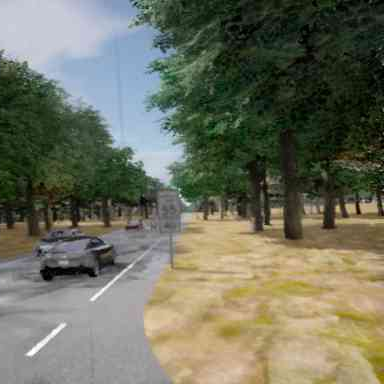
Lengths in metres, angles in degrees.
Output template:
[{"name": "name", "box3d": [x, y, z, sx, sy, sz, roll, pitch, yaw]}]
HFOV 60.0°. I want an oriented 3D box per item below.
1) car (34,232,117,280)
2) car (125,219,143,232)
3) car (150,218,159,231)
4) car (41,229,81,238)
[{"name": "car", "box3d": [-4.388, 2.500, 13.374, 1.994, 1.385, 4.181, -3, -3, 0]}, {"name": "car", "box3d": [-7.837, 4.471, 45.238, 1.882, 1.535, 5.008, -3, -4, 0]}, {"name": "car", "box3d": [-4.268, 4.161, 43.104, 1.837, 1.490, 4.892, -3, -3, 0]}, {"name": "car", "box3d": [-7.967, 3.058, 20.550, 2.128, 1.511, 4.902, -3, -3, 0]}]
